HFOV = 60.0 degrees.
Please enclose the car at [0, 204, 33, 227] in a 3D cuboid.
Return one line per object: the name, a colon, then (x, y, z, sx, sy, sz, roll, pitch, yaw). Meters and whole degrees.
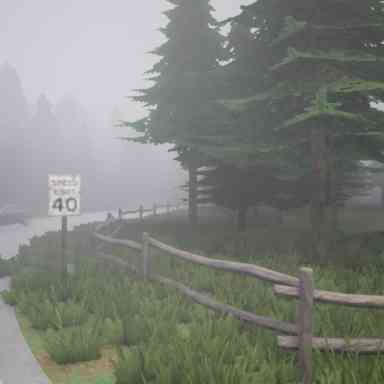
car: (-11.726, 1.485, 20.285, 2.128, 1.511, 4.902, 0, 0, 6)
